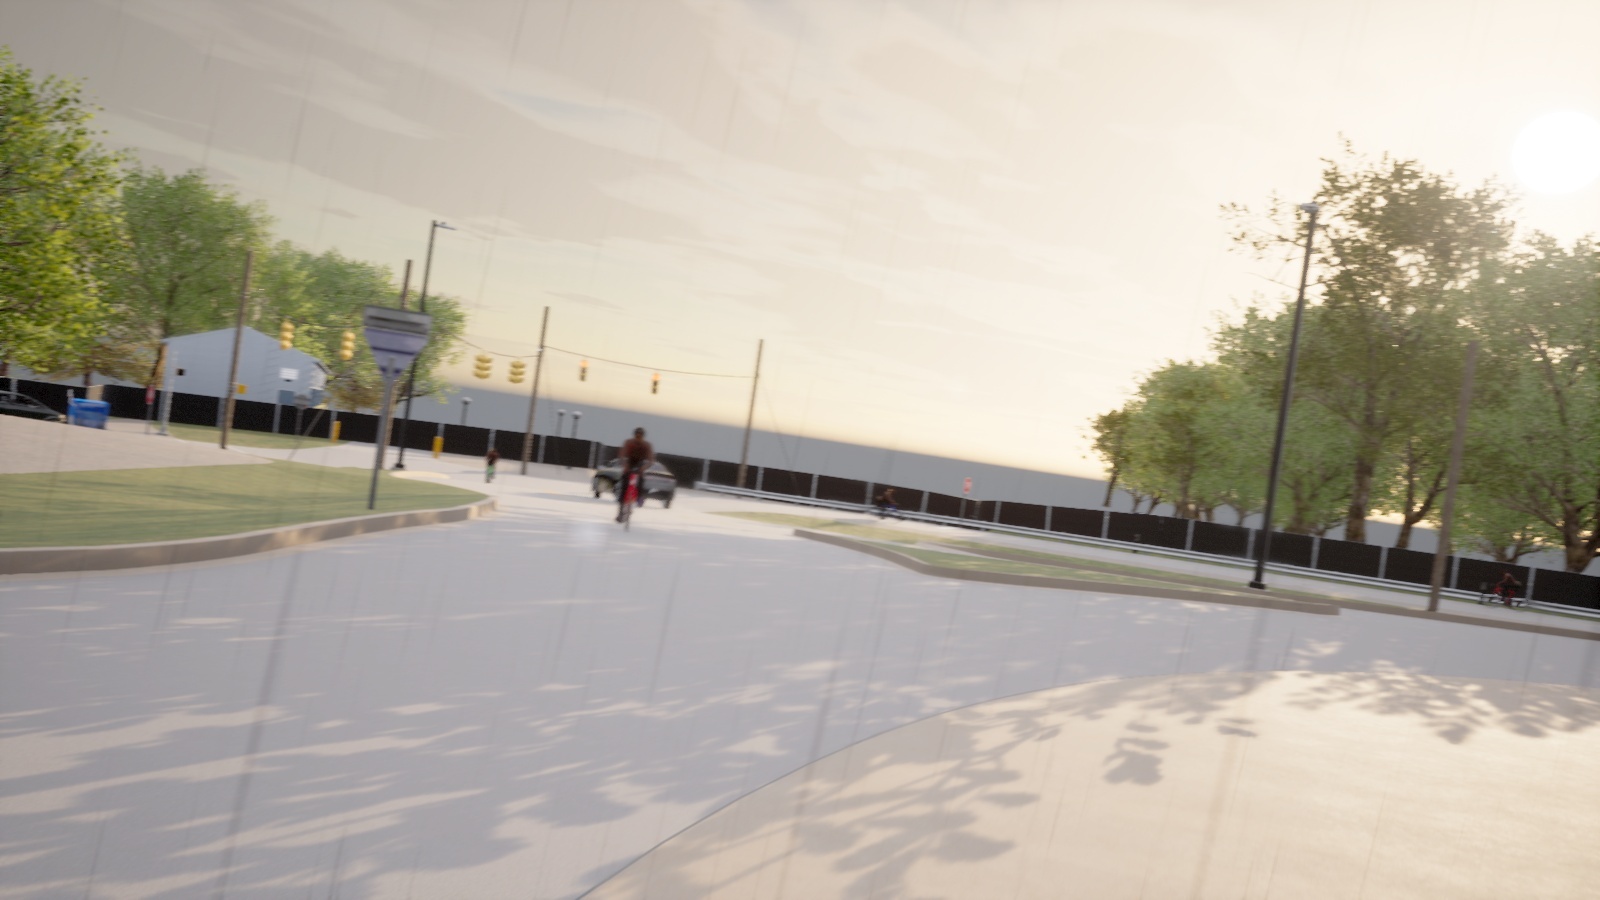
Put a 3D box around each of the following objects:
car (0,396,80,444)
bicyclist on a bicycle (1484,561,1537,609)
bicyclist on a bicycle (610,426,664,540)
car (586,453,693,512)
[{"bbox_3d":[-31.237,-1.275,50.215,1.789,1.549,3.705,9,0,40],"label":"car"},{"bbox_3d":[27.692,5.253,48.953,1.656,1.620,0.582,6,0,32],"label":"bicyclist on a bicycle"},{"bbox_3d":[-2.501,0.489,19.352,0.582,1.620,1.656,7,-1,-7],"label":"bicyclist on a bicycle"},{"bbox_3d":[-5.410,1.037,41.733,2.128,1.511,4.902,7,-2,-23],"label":"car"}]
